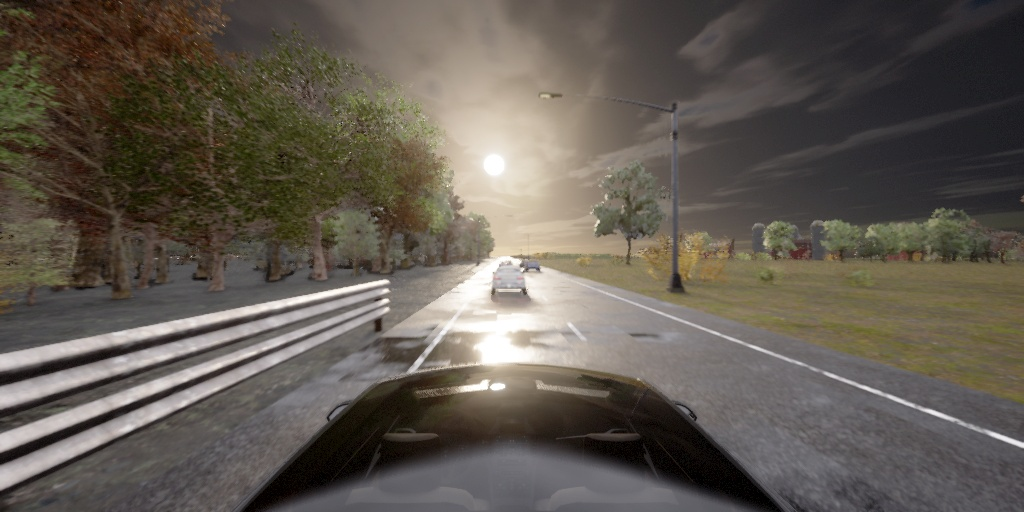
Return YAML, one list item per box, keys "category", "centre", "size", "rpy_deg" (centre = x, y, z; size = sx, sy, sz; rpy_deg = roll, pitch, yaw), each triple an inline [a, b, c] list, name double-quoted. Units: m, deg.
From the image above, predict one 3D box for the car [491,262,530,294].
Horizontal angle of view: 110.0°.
- category: "car"
  centre: [-0.189, 1.274, 20.292]
  size: [1.812, 1.442, 4.674]
  rpy_deg: [0, 0, -1]

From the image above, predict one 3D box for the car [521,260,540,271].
- category: "car"
  centre: [2.657, 1.267, 46.973]
  size: [2.033, 1.411, 5.357]
  rpy_deg: [0, 0, -1]
